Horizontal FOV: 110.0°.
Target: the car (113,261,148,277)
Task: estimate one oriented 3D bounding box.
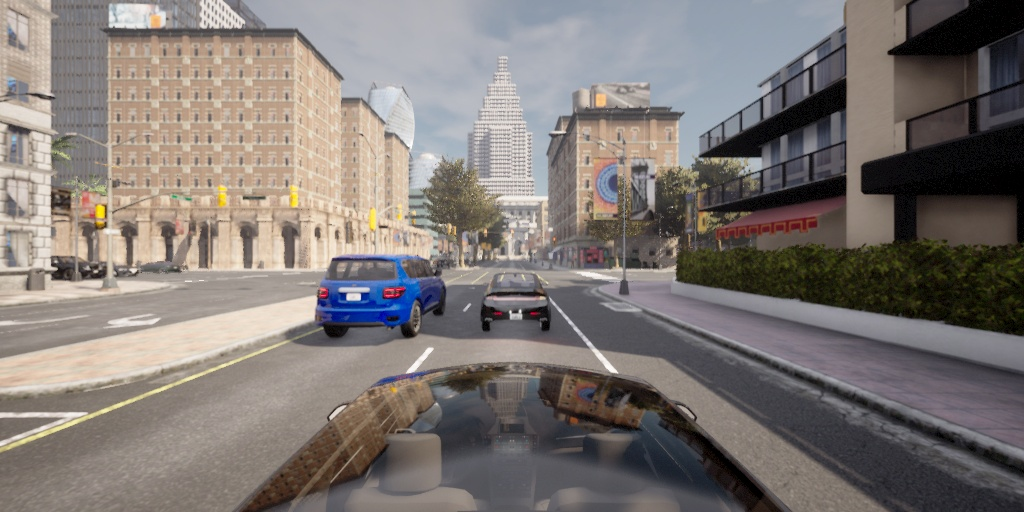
[{"bbox_3d":[-38.275,1.235,33.964,4.902,1.511,2.128,0,0,0],"label":"car"}]

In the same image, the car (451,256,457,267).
[{"bbox_3d":[-11.509,0.959,62.025,2.150,2.045,5.566,0,0,0],"label":"car"}]

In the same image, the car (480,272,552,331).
[{"bbox_3d":[0.104,1.240,11.007,2.128,1.511,4.902,0,0,0],"label":"car"}]

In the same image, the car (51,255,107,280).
[{"bbox_3d":[-38.123,0.966,30.445,5.566,2.045,2.150,0,0,0],"label":"car"}]

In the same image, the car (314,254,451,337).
[{"bbox_3d":[-3.399,0.970,10.393,2.150,2.045,5.566,0,0,0],"label":"car"}]

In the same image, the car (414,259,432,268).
[{"bbox_3d":[-15.011,1.242,60.596,1.837,1.490,4.892,0,0,0],"label":"car"}]

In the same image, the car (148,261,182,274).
[{"bbox_3d":[-40.605,1.305,41.144,4.181,1.385,1.994,0,0,0],"label":"car"}]
